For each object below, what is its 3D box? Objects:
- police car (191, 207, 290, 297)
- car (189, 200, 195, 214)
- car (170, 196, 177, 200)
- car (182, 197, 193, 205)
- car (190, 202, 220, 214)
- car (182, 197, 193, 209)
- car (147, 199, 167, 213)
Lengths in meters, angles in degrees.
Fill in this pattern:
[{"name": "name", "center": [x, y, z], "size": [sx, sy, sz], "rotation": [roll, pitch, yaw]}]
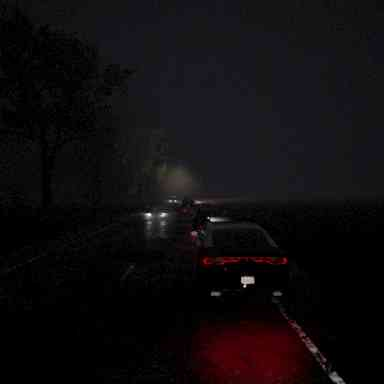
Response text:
[{"name": "police car", "center": [1.015, 1.426, 8.732], "size": [1.930, 1.638, 5.238], "rotation": [0, 0, 0]}, {"name": "car", "center": [0.881, 1.535, 24.637], "size": [1.812, 1.442, 4.674], "rotation": [0, 0, -1]}, {"name": "car", "center": [-5.275, 1.706, 93.435], "size": [1.895, 1.301, 4.718], "rotation": [0, 0, -2]}, {"name": "car", "center": [-0.820, 1.613, 61.895], "size": [1.994, 1.385, 4.181], "rotation": [0, 0, -1]}, {"name": "car", "center": [0.942, 1.511, 18.631], "size": [1.837, 1.490, 4.892], "rotation": [0, 0, -1]}, {"name": "car", "center": [-0.478, 1.631, 46.929], "size": [1.895, 1.301, 4.718], "rotation": [0, 0, -1]}, {"name": "car", "center": [-3.951, 1.546, 37.702], "size": [1.812, 1.442, 4.674], "rotation": [0, 0, -1]}]
